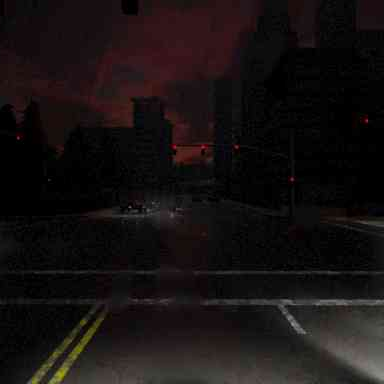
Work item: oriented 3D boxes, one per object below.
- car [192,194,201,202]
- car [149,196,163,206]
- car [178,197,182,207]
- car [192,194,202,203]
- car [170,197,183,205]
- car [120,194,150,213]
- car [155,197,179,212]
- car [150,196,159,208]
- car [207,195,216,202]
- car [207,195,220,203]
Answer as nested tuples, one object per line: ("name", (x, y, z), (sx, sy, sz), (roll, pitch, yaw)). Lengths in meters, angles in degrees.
("car", (1.071, 1.355, 76.915), (2.097, 1.767, 4.553), (0, 0, 1))
("car", (-6.193, 1.505, 57.004), (1.837, 1.490, 4.892), (0, 0, 0))
("car", (-2.785, 1.564, 47.976), (1.994, 1.385, 4.181), (0, 0, 1))
("car", (1.094, 1.564, 68.307), (1.994, 1.385, 4.181), (0, 0, 1))
("car", (-2.675, 1.547, 58.300), (2.033, 1.411, 5.357), (0, 0, 1))
("car", (-6.386, 1.221, 37.064), (2.150, 2.045, 5.566), (0, 0, 1))
("car", (-2.866, 1.601, 39.174), (1.895, 1.301, 4.718), (0, 0, 1))
("car", (-6.295, 1.491, 46.945), (2.128, 1.511, 4.902), (0, 0, 1))
("car", (4.573, 1.478, 77.121), (1.882, 1.535, 5.008), (0, 0, 1))
("car", (4.589, 1.547, 67.299), (2.033, 1.411, 5.357), (0, 0, 1))
